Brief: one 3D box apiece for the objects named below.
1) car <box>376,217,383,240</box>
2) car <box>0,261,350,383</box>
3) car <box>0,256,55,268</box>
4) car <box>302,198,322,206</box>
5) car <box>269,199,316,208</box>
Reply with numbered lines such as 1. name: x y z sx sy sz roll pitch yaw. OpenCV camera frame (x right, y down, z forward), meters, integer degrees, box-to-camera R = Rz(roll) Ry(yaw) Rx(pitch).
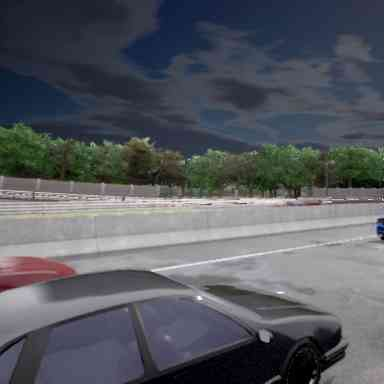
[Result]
1. car: 10.631 1.481 15.632 5.008 1.535 1.882 0 0 -36
2. car: -0.690 1.548 3.255 5.357 1.411 2.033 0 0 -36
3. car: -4.320 1.477 4.965 5.008 1.535 1.882 0 0 -35
4. car: 13.275 1.478 39.246 5.008 1.535 1.882 0 0 -35
5. car: 9.570 1.602 32.315 4.718 1.301 1.895 0 0 -35
